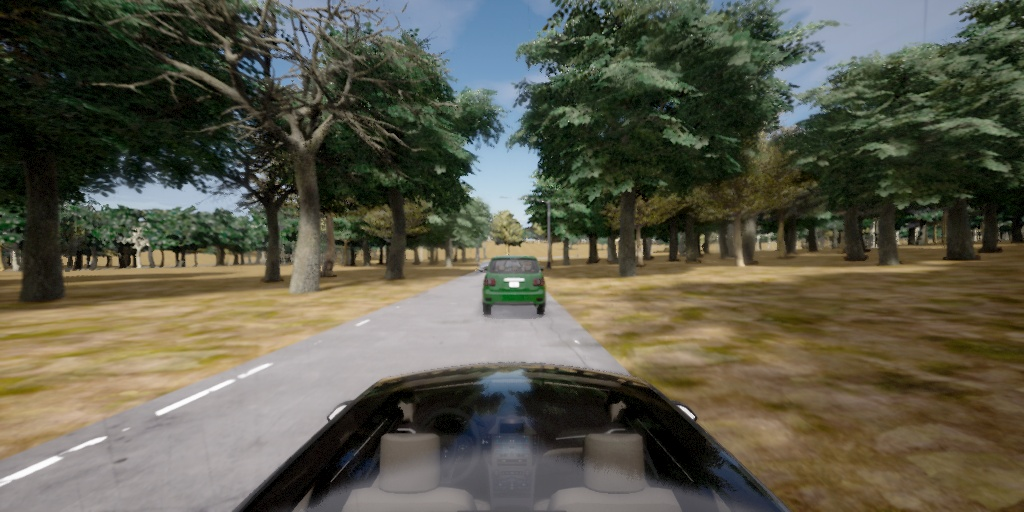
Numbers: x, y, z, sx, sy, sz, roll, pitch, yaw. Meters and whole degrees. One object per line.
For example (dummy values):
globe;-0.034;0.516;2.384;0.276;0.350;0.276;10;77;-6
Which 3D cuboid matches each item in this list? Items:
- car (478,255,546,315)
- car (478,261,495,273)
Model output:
car;0.080;0.998;13.915;2.150;2.045;5.566;0;0;0
car;-3.102;1.349;44.674;1.812;1.442;4.674;0;0;0
